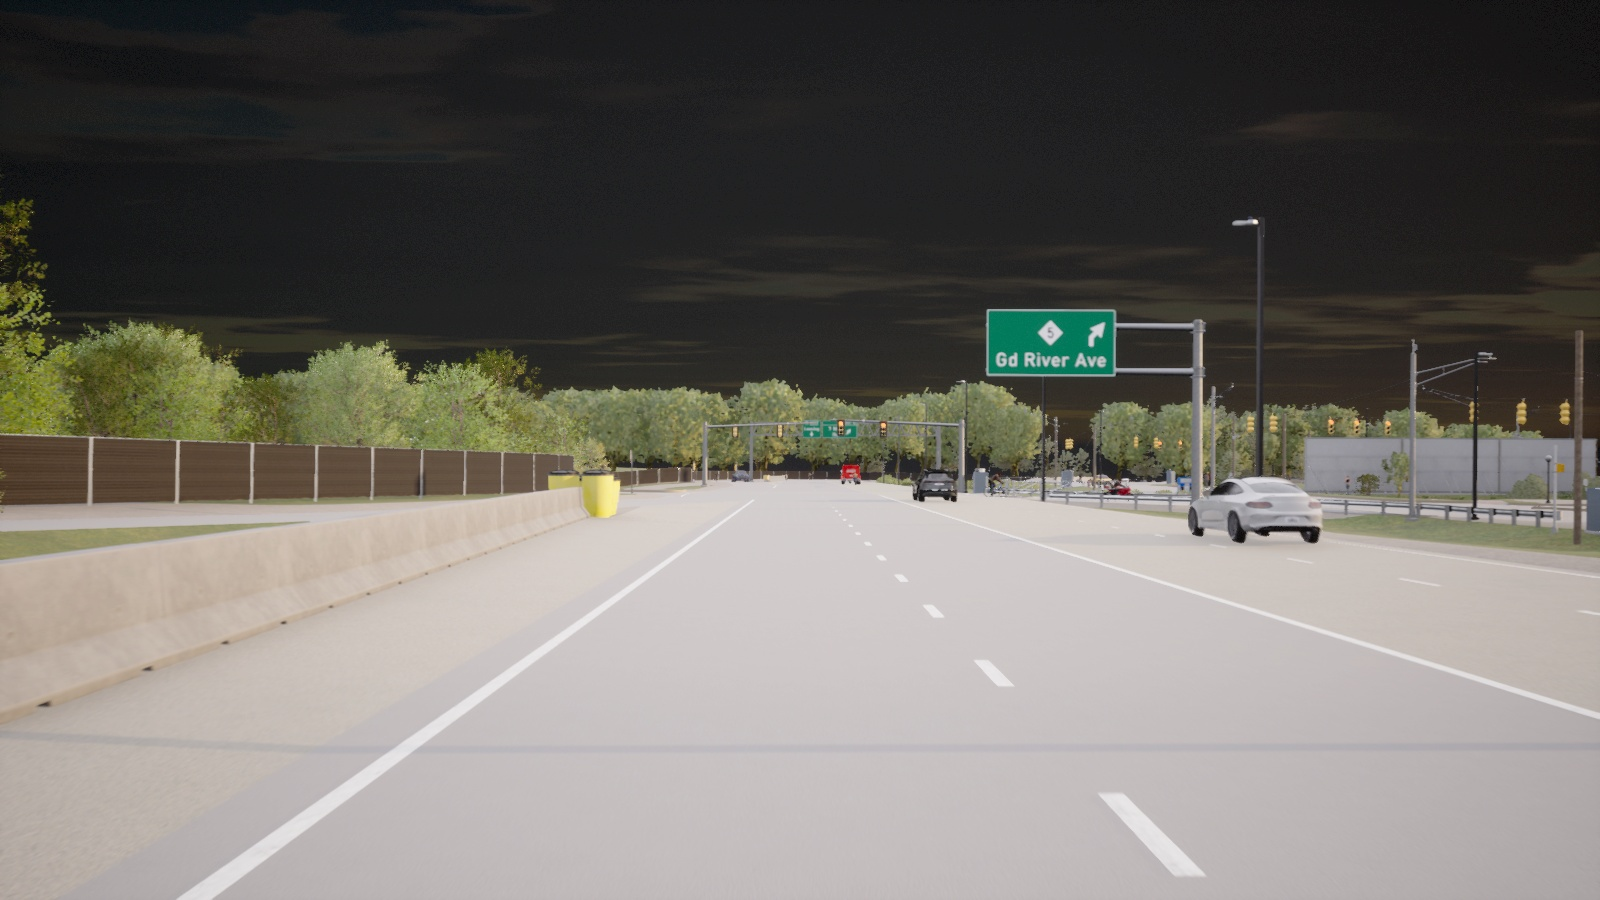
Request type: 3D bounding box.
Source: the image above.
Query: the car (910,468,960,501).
[{"bbox_3d":[6.847,1.731,64.108,2.033,1.649,4.856,0,-1,0],"label":"car"}]

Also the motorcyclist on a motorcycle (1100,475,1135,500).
[{"bbox_3d":[20.297,2.373,80.258,2.044,1.523,0.797,1,-1,0],"label":"motorcyclist on a motorcycle"}]

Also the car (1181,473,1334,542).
[{"bbox_3d":[10.430,1.262,29.045,1.812,1.442,4.674,0,-1,0],"label":"car"}]
